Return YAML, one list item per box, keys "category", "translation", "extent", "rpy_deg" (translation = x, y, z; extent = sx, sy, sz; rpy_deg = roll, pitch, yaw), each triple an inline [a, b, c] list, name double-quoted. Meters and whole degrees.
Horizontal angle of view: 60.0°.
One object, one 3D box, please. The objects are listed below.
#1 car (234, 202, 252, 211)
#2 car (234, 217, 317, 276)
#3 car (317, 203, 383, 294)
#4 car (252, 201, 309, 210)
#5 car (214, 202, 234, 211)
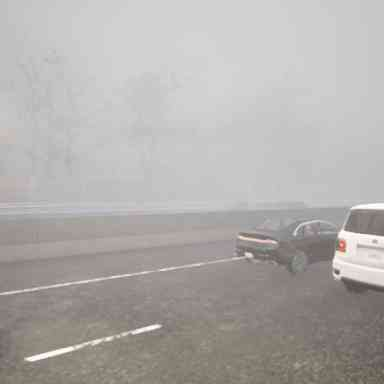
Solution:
- category: "car"
  translation: [6.438, 1.640, 30.077]
  extent: [4.892, 1.490, 1.837]
  rpy_deg: [1, 0, -35]
- category: "car"
  translation: [3.541, 1.541, 10.571]
  extent: [4.902, 1.511, 2.128]
  rpy_deg: [0, 0, -36]
- category: "car"
  translation: [5.566, 1.271, 7.722]
  extent: [5.566, 2.045, 2.150]
  rpy_deg: [0, 0, -35]
- category: "car"
  translation: [7.374, 1.478, 26.446]
  extent: [4.553, 1.767, 2.097]
  rpy_deg: [0, 0, -35]
- category: "car"
  translation: [4.650, 1.684, 33.103]
  extent: [5.357, 1.411, 2.033]
  rpy_deg: [1, 0, -35]
